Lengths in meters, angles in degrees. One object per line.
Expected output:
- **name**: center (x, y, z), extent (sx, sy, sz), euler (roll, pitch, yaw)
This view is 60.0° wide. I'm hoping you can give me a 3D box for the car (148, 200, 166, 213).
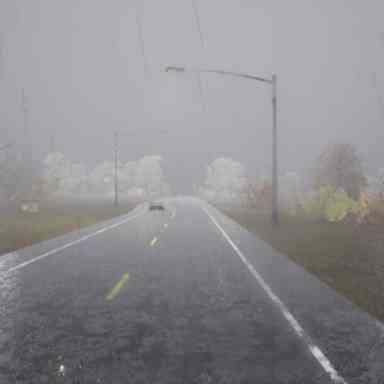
- **car**: center (-3.980, 1.628, 38.163), extent (1.895, 1.301, 4.718), euler (0, 0, -4)
